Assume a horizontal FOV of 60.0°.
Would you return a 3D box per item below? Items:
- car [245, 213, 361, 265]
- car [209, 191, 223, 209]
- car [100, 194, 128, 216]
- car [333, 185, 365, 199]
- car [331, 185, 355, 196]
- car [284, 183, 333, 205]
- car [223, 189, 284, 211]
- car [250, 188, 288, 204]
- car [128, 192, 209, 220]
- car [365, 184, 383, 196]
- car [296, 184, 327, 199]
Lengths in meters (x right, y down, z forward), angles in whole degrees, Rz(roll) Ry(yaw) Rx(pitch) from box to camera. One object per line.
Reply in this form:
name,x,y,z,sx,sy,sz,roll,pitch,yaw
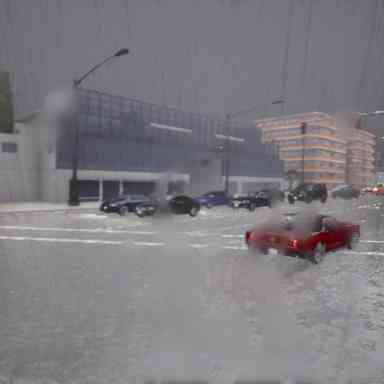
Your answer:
car,3.803,1.328,10.758,1.895,1.301,4.718,2,2,44
car,1.984,0.635,29.133,1.812,1.442,4.674,2,3,45
car,-4.192,0.800,22.949,1.994,1.385,4.181,2,3,45
car,19.247,0.105,41.428,5.357,1.411,2.033,-3,4,-45
car,22.525,-0.274,49.556,1.812,1.442,4.674,3,3,45
car,11.989,0.150,34.178,5.566,2.045,2.150,-3,4,-45
car,5.156,0.684,27.354,2.128,1.511,4.902,2,3,45
car,8.249,0.401,35.394,4.674,1.442,1.812,-2,4,-45
car,-1.380,0.863,20.815,1.812,1.442,4.674,2,3,45
car,26.578,-0.391,48.661,4.553,1.767,2.097,-2,3,-45
car,15.279,-0.121,42.404,2.097,1.767,4.553,2,4,44
